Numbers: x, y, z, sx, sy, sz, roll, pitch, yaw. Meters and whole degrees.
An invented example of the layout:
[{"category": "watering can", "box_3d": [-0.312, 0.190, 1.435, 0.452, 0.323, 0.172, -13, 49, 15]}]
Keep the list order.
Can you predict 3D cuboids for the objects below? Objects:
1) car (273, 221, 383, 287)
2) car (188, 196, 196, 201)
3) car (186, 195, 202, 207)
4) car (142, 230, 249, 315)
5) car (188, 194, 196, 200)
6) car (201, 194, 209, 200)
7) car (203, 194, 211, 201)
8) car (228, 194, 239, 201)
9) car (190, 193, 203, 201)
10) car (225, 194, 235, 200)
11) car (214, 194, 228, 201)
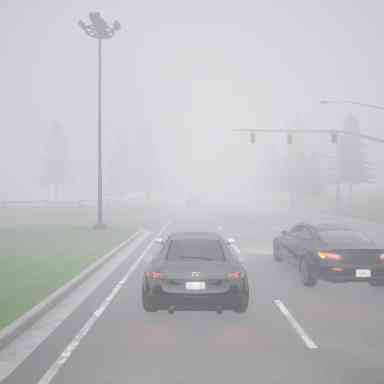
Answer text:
[{"category": "car", "box_3d": [3.583, 1.526, 9.226, 1.812, 1.442, 4.674, 0, 0, 0]}, {"category": "car", "box_3d": [0.037, 1.586, 82.191, 1.895, 1.301, 4.718, 0, 0, 0]}, {"category": "car", "box_3d": [0.023, 1.547, 51.124, 2.033, 1.411, 5.357, 0, 0, 0]}, {"category": "car", "box_3d": [0.074, 1.564, 7.682, 1.994, 1.385, 4.181, 0, 0, 0]}, {"category": "car", "box_3d": [0.041, 1.356, 92.164, 2.128, 1.511, 4.902, 0, 0, 0]}, {"category": "car", "box_3d": [3.541, 1.356, 92.163, 2.128, 1.511, 4.902, 0, 0, 0]}, {"category": "car", "box_3d": [3.537, 1.544, 82.159, 1.994, 1.385, 4.181, 0, 0, 0]}, {"category": "car", "box_3d": [10.537, 1.515, 82.156, 1.812, 1.442, 4.674, 0, 0, 0]}, {"category": "car", "box_3d": [0.444, 1.222, 66.000, 2.150, 2.045, 5.566, 0, 0, 0]}, {"category": "car", "box_3d": [10.541, 1.371, 92.160, 2.033, 1.411, 5.357, 0, 0, 0]}, {"category": "car", "box_3d": [7.037, 1.515, 82.158, 1.812, 1.442, 4.674, 0, 0, 0]}]
